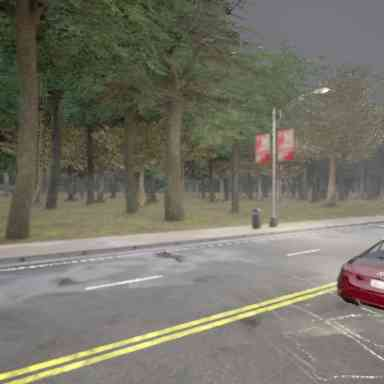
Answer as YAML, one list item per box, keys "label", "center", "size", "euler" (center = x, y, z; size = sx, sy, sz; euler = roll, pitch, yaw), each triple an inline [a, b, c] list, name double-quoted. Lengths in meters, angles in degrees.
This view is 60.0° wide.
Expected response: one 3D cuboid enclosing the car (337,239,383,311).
- label: "car"
  center: [4.924, 1.595, 6.980]
  size: [4.181, 1.385, 1.994]
  euler: [0, 0, -36]
